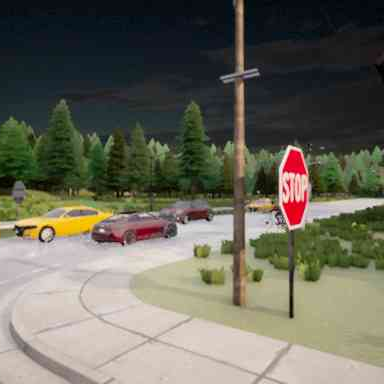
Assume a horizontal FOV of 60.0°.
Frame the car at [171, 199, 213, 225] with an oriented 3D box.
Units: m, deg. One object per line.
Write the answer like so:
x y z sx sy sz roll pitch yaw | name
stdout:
-0.387 1.350 24.435 2.097 1.767 4.553 0 0 37 | car

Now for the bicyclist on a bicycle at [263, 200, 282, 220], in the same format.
4.689 1.300 18.717 1.656 1.620 0.582 0 0 37 | bicyclist on a bicycle

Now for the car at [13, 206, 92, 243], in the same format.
-6.196 1.476 16.596 1.882 1.535 5.008 0 0 37 | car

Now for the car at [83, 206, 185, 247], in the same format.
-2.524 1.563 15.325 1.994 1.385 4.181 0 0 36 | car

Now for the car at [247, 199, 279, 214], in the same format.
7.540 1.476 35.115 1.882 1.535 5.008 0 0 37 | car
